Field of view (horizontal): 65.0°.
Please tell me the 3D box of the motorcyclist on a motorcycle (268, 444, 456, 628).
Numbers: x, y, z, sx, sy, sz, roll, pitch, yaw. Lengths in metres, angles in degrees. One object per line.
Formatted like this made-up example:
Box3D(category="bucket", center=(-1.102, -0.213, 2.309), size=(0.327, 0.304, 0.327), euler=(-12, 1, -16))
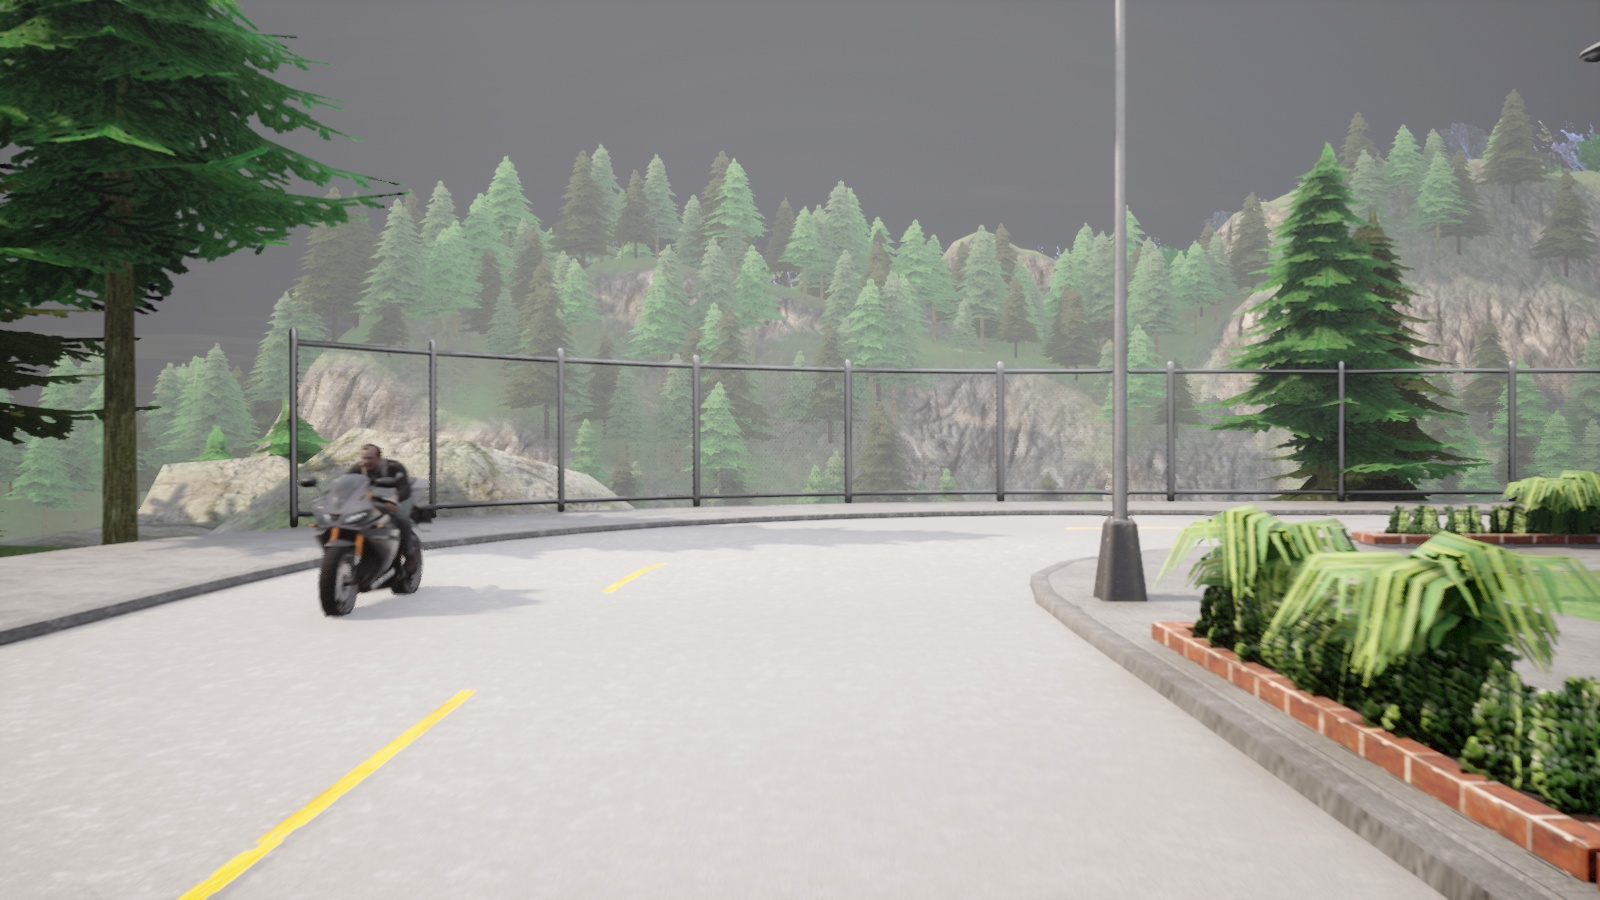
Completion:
Box3D(category="motorcyclist on a motorcycle", center=(-3.958, 0.713, 11.577), size=(0.866, 1.530, 2.191), euler=(0, 0, 3))
